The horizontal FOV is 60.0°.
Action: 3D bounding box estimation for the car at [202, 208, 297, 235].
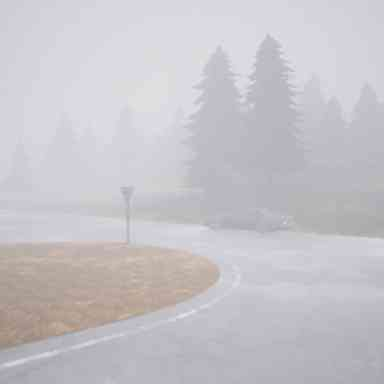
[{"bbox_3d":[3.232,1.621,19.320,5.357,1.411,2.033,0,0,34],"label":"car"}]
